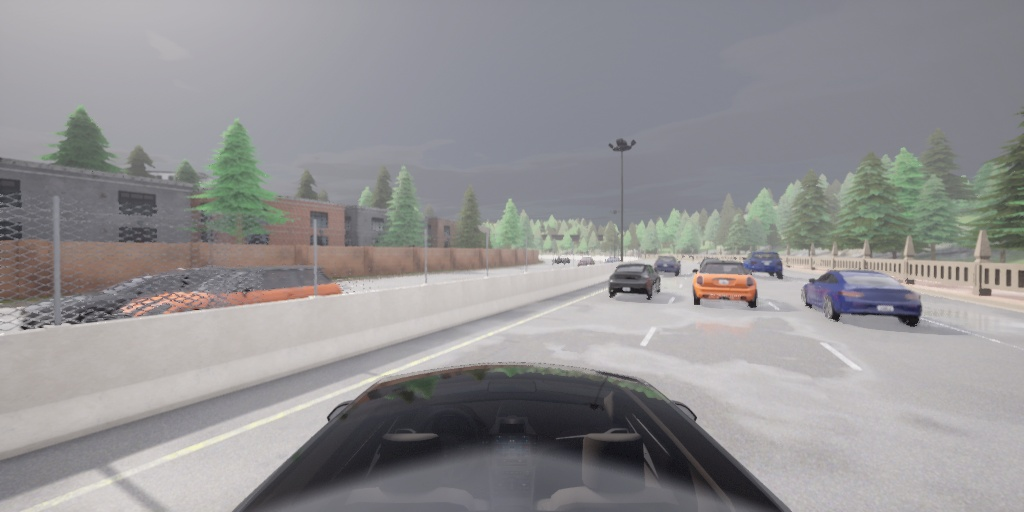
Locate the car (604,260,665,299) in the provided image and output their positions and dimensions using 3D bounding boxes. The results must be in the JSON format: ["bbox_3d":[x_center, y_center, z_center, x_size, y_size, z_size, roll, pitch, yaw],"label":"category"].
[{"bbox_3d":[5.917,1.110,17.093,1.837,1.490,4.892,0,1,28],"label":"car"}]

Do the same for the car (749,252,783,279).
[{"bbox_3d":[20.057,0.691,28.816,2.150,2.045,5.566,0,0,28],"label":"car"}]

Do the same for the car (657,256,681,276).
[{"bbox_3d":[14.204,0.807,32.740,2.097,1.767,4.553,0,1,28],"label":"car"}]

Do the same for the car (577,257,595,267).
[{"bbox_3d":[10.184,0.889,48.924,1.812,1.442,4.674,0,1,22],"label":"car"}]

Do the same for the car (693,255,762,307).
[{"bbox_3d":[8.764,0.969,14.993,2.097,1.767,4.553,0,1,28],"label":"car"}]

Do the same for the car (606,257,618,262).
[{"bbox_3d":[13.437,0.894,47.630,1.812,1.442,4.674,0,1,22],"label":"car"}]

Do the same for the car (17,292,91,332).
[{"bbox_3d":[-9.874,1.201,10.164,1.837,1.490,4.892,0,1,28],"label":"car"}]

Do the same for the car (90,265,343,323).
[{"bbox_3d":[-6.595,1.053,8.874,2.097,1.767,4.553,0,1,28],"label":"car"}]

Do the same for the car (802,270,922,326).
[{"bbox_3d":[10.766,1.171,11.326,1.812,1.442,4.674,0,1,28],"label":"car"}]

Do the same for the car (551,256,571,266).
[{"bbox_3d":[6.921,0.629,50.187,1.895,1.301,4.718,0,1,22],"label":"car"}]

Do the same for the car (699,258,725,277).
[{"bbox_3d":[17.497,0.961,31.487,1.837,1.490,4.892,0,0,27],"label":"car"}]
